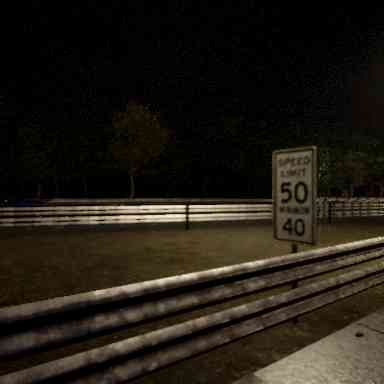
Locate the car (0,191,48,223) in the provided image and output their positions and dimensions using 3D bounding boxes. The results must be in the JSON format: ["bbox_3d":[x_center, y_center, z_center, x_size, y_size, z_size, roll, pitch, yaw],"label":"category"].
[{"bbox_3d":[-12.884,0.990,22.662,5.566,2.045,2.150,0,0,-22],"label":"car"}]

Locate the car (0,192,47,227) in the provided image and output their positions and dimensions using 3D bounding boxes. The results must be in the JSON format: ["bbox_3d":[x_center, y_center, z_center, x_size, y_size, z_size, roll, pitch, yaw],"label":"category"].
[{"bbox_3d":[-11.579,0.987,19.415,5.566,2.045,2.150,0,0,-22],"label":"car"}]
